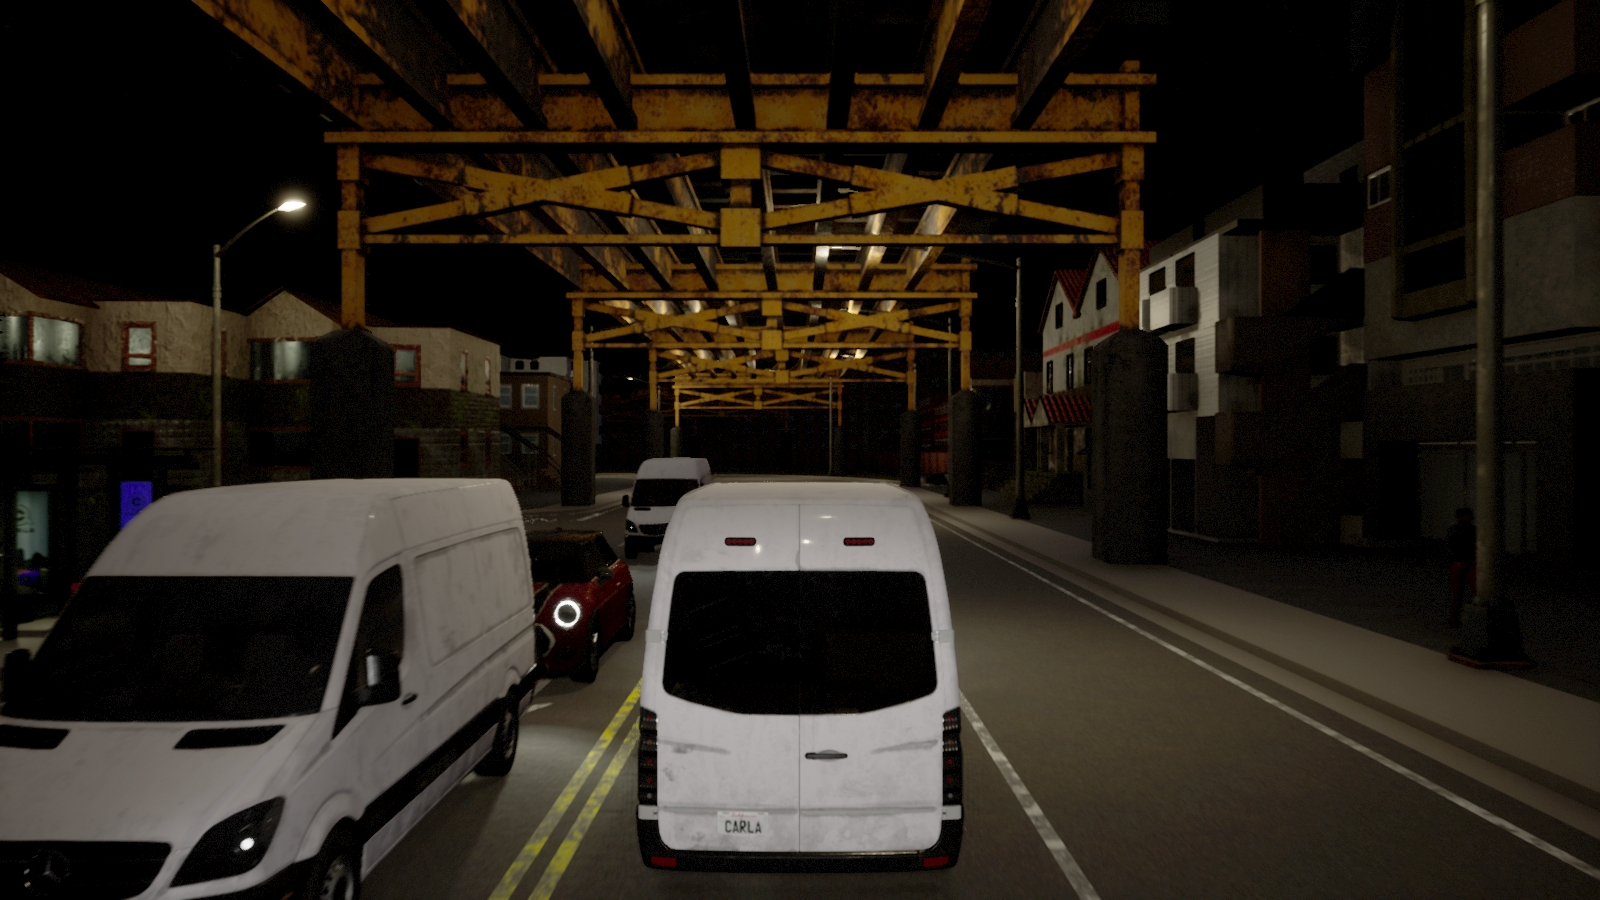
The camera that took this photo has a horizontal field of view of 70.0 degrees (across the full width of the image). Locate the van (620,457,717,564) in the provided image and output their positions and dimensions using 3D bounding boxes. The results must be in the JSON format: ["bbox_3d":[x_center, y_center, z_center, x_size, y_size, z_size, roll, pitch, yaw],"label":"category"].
[{"bbox_3d":[-3.492,1.533,31.464,1.988,2.561,5.915,0,1,0],"label":"van"}]

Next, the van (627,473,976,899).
[{"bbox_3d":[0.010,1.535,9.479,1.988,2.561,5.915,0,0,0],"label":"van"}]

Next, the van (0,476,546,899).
[{"bbox_3d":[-3.481,1.535,8.195,1.988,2.561,5.915,0,0,0],"label":"van"}]

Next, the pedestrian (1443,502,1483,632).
[{"bbox_3d":[9.711,1.702,16.739,0.375,1.860,0.375,0,0,1],"label":"pedestrian"}]

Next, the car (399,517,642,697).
[{"bbox_3d":[-3.471,1.906,15.175,2.097,1.767,4.553,0,0,0],"label":"car"}]
